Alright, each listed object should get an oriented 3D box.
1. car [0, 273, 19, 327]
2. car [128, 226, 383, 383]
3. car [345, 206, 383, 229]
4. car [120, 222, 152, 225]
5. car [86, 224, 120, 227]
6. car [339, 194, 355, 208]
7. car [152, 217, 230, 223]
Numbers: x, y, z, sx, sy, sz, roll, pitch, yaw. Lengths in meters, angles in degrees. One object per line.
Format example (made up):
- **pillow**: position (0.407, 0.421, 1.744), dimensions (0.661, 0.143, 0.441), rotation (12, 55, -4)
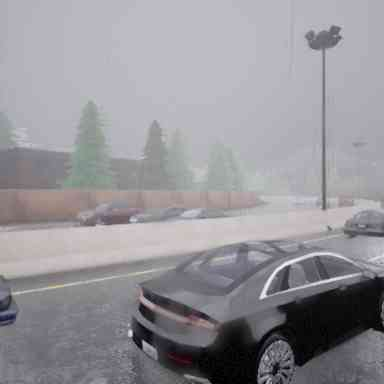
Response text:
- **car**: position (-5.338, 1.572, 4.334), dimensions (5.357, 1.411, 2.033), rotation (0, 0, -35)
- **car**: position (1.447, 1.510, 5.124), dimensions (4.902, 1.511, 2.128), rotation (0, 0, -38)
- **car**: position (9.450, 1.598, 16.900), dimensions (2.033, 1.411, 5.357), rotation (0, 0, 44)
- **car**: position (-1.672, 1.573, 21.055), dimensions (4.902, 1.511, 2.128), rotation (0, 0, -43)
- **car**: position (-5.450, 1.444, 22.357), dimensions (4.553, 1.767, 2.097), rotation (0, 0, -43)
- **car**: position (24.320, 1.380, 52.372), dimensions (2.150, 2.045, 5.566), rotation (0, 0, 23)
- **car**: position (0.374, 1.594, 18.171), dimensions (4.674, 1.442, 1.812), rotation (0, 0, -43)
